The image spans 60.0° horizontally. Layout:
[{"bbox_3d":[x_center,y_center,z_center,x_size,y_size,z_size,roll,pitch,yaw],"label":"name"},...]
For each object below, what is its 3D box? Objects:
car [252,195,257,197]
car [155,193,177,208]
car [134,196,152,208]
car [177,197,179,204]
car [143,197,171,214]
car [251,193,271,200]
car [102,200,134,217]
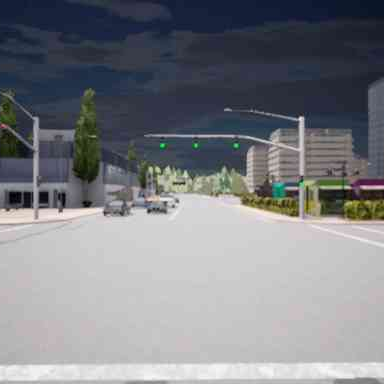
[{"bbox_3d":[17.818,1.137,82.835,3.866,1.878,1.905,0,0,-2],"label":"car"},{"bbox_3d":[-3.579,1.205,47.052,2.150,2.045,5.566,0,1,-1],"label":"car"},{"bbox_3d":[-7.065,1.518,46.077,1.812,1.442,4.674,0,1,0],"label":"car"},{"bbox_3d":[-3.477,1.551,64.907,1.994,1.385,4.181,0,0,0],"label":"car"},{"bbox_3d":[-3.577,1.557,35.097,1.994,1.385,4.181,0,0,0],"label":"car"},{"bbox_3d":[17.799,1.134,85.730,4.605,1.855,1.932,0,0,-2],"label":"car"},{"bbox_3d":[-7.085,1.520,31.586,1.812,1.442,4.674,0,0,0],"label":"car"}]
